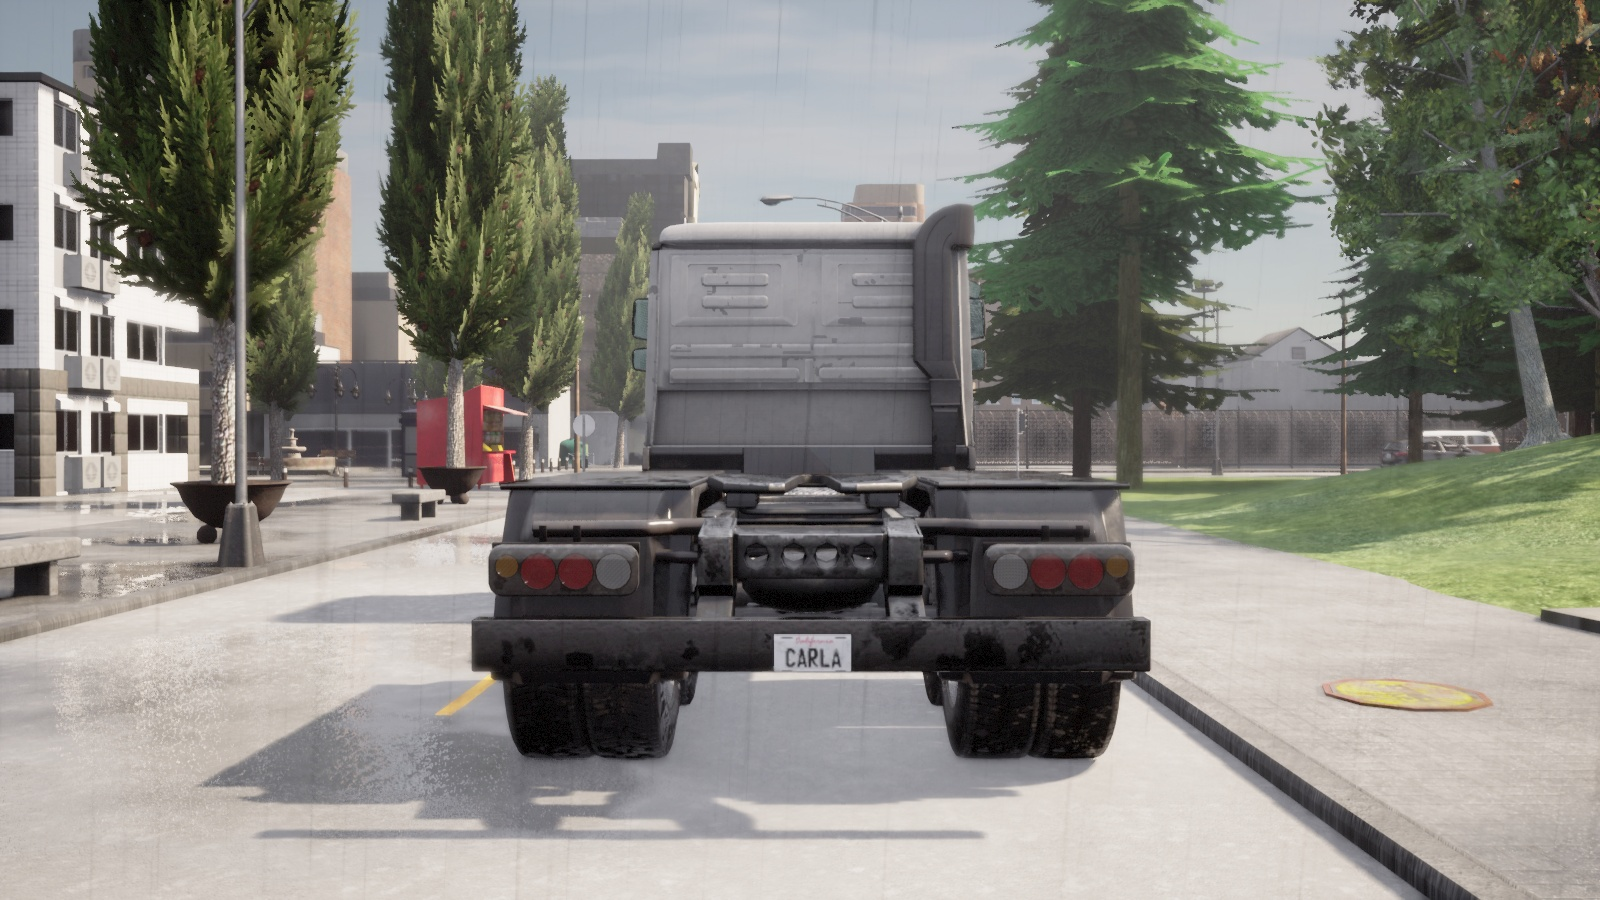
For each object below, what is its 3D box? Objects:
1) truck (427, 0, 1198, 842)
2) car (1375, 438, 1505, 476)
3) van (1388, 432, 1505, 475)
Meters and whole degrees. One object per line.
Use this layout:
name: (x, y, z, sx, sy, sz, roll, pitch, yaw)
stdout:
truck: (0.066, -0.285, 8.680, 2.891, 3.462, 7.936, 0, 0, 0)
car: (28.257, 0.297, 55.584, 4.611, 1.667, 2.242, 0, 0, 0)
van: (30.629, 0.155, 59.574, 4.480, 2.038, 2.069, 0, 0, 0)
